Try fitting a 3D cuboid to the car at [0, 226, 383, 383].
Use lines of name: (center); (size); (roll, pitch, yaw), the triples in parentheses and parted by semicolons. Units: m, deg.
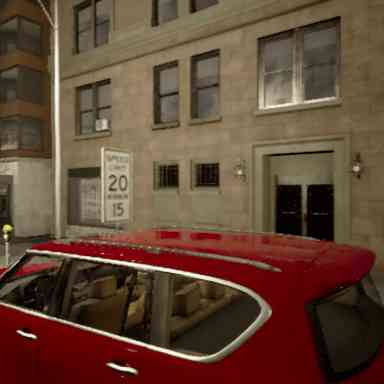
car: (-0.679, 1.293, 3.322); (5.009, 1.841, 2.192); (0, 0, 33)
